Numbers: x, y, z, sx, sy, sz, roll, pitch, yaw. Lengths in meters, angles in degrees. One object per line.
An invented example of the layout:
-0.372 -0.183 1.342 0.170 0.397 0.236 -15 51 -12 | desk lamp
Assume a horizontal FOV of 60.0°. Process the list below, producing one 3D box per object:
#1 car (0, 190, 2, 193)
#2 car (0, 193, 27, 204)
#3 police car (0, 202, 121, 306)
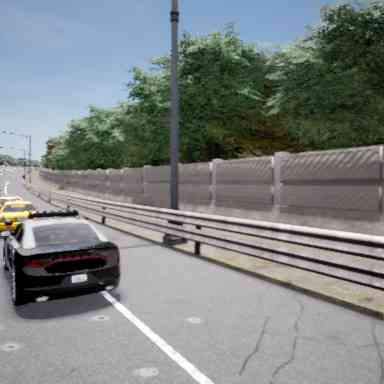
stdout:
-11.734 0.930 21.496 1.801 1.575 5.366 -1 2 -31 | car
-8.628 1.092 16.447 1.801 1.575 5.366 -1 2 -32 | car
-3.351 1.263 7.996 1.930 1.638 5.238 -1 1 -32 | police car
